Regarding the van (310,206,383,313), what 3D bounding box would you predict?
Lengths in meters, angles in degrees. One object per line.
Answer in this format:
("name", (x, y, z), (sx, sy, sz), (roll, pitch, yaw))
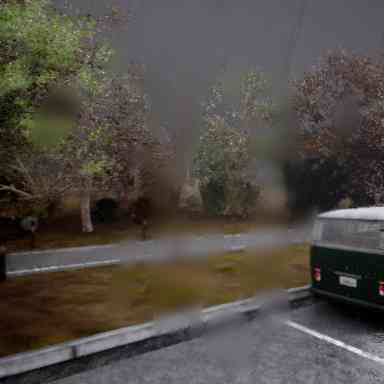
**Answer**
("van", (4.539, 1.279, 7.058), (4.442, 1.987, 1.878), (-1, -1, -34))
